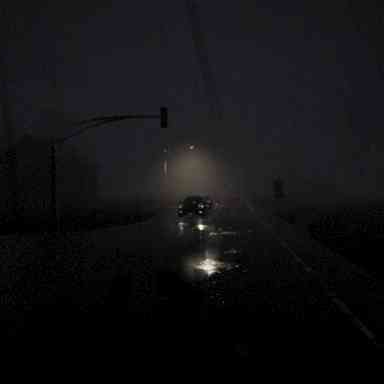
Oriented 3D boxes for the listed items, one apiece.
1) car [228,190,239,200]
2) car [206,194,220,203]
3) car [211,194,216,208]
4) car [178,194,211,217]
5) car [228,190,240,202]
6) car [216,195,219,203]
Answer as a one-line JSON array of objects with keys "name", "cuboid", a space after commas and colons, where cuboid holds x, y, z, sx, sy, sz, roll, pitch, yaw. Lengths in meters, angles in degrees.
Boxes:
[{"name": "car", "cuboid": [8.798, 0.552, 70.178, 2.150, 2.045, 5.566, -1, 1, 7]}, {"name": "car", "cuboid": [3.529, 1.082, 55.722, 1.994, 1.385, 4.181, -1, 0, 7]}, {"name": "car", "cuboid": [1.212, 1.051, 37.304, 2.097, 1.767, 4.553, -1, 0, 7]}, {"name": "car", "cuboid": [0.157, 1.133, 28.587, 2.097, 1.767, 4.553, -1, 0, 7]}, {"name": "car", "cuboid": [7.575, 0.784, 60.039, 2.097, 1.767, 4.553, -1, 1, 7]}, {"name": "car", "cuboid": [2.289, 1.141, 46.055, 1.812, 1.442, 4.674, -1, 0, 7]}]
